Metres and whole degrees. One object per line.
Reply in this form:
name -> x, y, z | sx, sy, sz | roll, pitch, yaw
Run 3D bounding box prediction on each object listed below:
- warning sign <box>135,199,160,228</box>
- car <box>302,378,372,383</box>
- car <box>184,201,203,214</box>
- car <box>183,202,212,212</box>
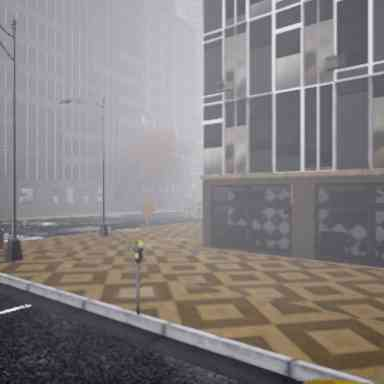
warning sign -> -3.041, 1.461, 22.943 | 1.300, 1.860, 1.060 | 1, 1, 33
car -> 2.372, 1.525, 1.029 | 4.829, 1.417, 1.752 | 0, 0, 35
car -> 1.007, 2.089, 46.698 | 2.097, 1.767, 4.553 | 0, -1, 33
car -> 0.886, 2.367, 52.478 | 2.033, 1.411, 5.357 | 0, -1, 33
